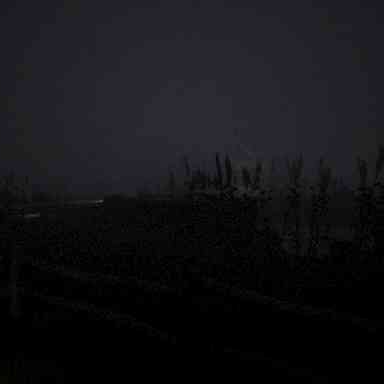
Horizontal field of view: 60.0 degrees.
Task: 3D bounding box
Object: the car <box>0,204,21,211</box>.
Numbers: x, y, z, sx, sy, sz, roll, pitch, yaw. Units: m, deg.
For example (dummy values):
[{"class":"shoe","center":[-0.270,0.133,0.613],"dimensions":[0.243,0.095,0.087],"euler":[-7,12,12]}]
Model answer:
[{"class":"car","center":[-15.086,1.271,24.378],"dimensions":[1.812,1.442,4.674],"euler":[0,2,38]}]
